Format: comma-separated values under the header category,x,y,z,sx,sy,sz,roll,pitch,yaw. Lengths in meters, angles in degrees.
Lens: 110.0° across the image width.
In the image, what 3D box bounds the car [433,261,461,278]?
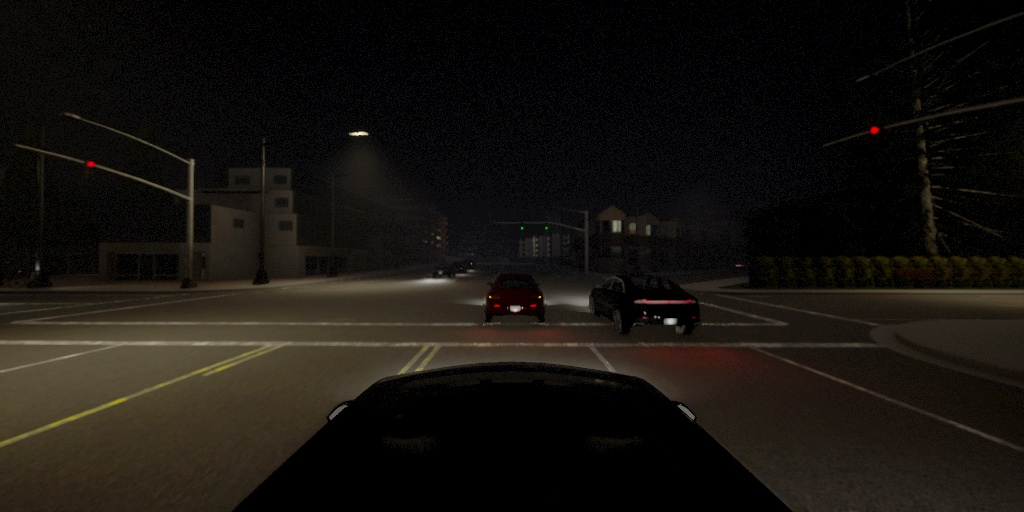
category,x,y,z,sx,sy,sz,roll,pitch,yaw
car,-7.098,1.466,38.076,2.128,1.511,4.902,0,0,0

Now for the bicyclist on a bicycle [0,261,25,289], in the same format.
category,x,y,z,sx,sy,sz,roll,pitch,yaw
bicyclist on a bicycle,-29.655,1.132,20.974,1.656,1.620,0.582,1,-1,-23

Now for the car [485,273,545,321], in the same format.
category,x,y,z,sx,sy,sz,roll,pitch,yaw
car,0.099,1.319,12.448,1.812,1.442,4.674,0,0,0

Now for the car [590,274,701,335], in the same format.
category,x,y,z,sx,sy,sz,roll,pitch,yaw
car,3.596,1.275,10.550,2.128,1.511,4.902,0,0,0

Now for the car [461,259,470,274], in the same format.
category,x,y,z,sx,sy,sz,roll,pitch,yaw
car,-7.086,1.494,47.414,1.837,1.490,4.892,0,0,0

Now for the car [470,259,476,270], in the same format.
category,x,y,z,sx,sy,sz,roll,pitch,yaw
car,-7.035,1.246,57.365,2.097,1.767,4.553,0,1,0
